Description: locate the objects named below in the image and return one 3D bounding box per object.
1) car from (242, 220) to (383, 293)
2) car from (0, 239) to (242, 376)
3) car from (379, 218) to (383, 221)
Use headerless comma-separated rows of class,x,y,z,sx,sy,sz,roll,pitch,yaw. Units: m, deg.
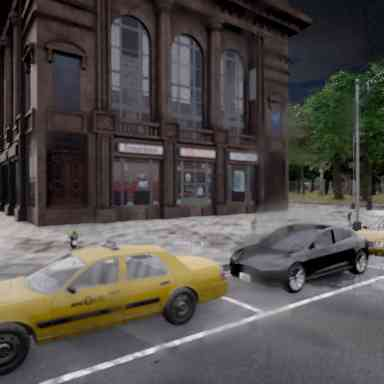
car,2.970,1.536,8.771,4.313,1.339,1.947,0,0,-36
car,-1.594,1.519,5.514,4.829,1.417,1.752,0,0,-36
car,7.257,1.475,11.832,4.829,1.417,1.752,0,0,-36
